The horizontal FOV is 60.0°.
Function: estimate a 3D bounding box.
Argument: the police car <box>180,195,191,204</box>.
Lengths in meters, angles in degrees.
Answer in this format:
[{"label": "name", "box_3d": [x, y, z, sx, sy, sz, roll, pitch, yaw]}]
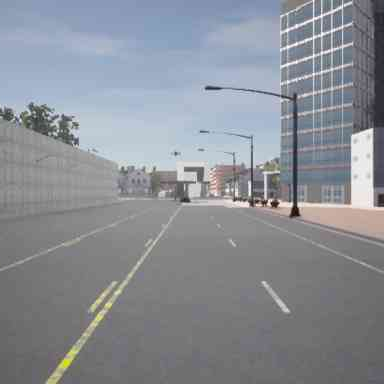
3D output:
[{"label": "police car", "box_3d": [-1.225, 1.455, 63.960, 1.930, 1.638, 5.238, 0, 0, 0]}]
